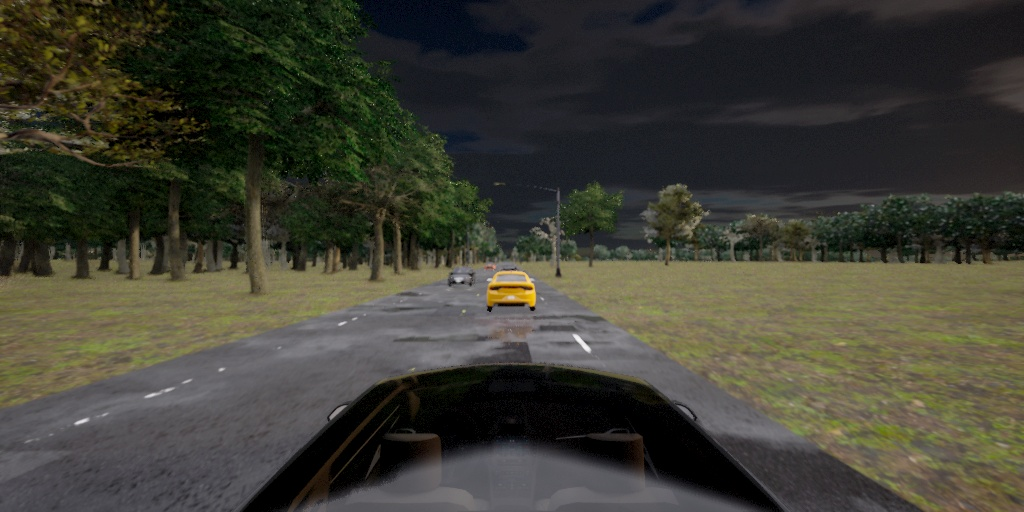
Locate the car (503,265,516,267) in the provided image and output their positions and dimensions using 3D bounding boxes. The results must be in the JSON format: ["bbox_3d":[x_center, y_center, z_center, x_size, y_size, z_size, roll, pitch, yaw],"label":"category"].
[{"bbox_3d":[-0.274,1.685,36.351,2.128,1.511,4.902,0,-1,-1],"label":"car"}]

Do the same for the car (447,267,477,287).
[{"bbox_3d":[-3.883,1.592,28.394,2.128,1.511,4.902,0,-1,-1],"label":"car"}]

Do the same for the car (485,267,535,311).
[{"bbox_3d":[-0.053,1.413,15.695,1.882,1.535,5.008,0,-1,-1],"label":"car"}]
